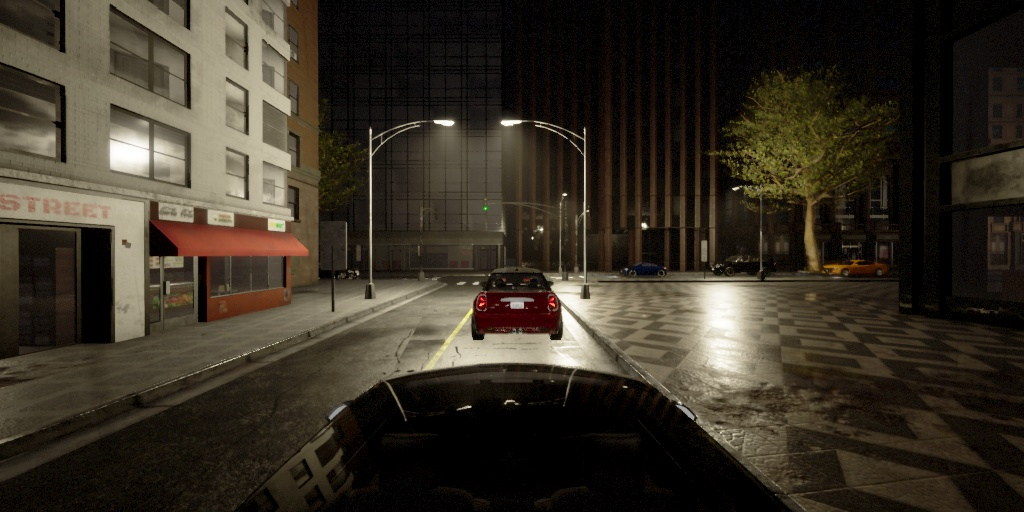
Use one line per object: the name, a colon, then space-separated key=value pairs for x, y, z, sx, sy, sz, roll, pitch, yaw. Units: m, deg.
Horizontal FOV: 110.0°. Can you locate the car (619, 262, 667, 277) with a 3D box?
car: x=12.318 y=1.257 z=33.823 sx=4.181 sy=1.385 sz=1.994 roll=0 pitch=0 yaw=0

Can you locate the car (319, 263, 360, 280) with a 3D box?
car: x=-15.674 y=1.304 z=30.770 sx=4.902 sy=1.511 sz=2.128 roll=0 pitch=0 yaw=0

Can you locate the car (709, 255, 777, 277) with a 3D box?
car: x=21.703 y=0.884 z=33.764 sx=5.566 sy=2.045 sz=2.150 roll=0 pitch=0 yaw=0

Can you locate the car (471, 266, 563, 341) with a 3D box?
car: x=0.122 y=1.101 z=10.011 sx=2.097 sy=1.767 sz=4.553 roll=0 pitch=0 yaw=0

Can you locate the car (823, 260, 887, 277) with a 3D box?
car: x=32.154 y=1.116 z=33.707 sx=5.008 sy=1.535 sz=1.882 roll=0 pitch=0 yaw=0
